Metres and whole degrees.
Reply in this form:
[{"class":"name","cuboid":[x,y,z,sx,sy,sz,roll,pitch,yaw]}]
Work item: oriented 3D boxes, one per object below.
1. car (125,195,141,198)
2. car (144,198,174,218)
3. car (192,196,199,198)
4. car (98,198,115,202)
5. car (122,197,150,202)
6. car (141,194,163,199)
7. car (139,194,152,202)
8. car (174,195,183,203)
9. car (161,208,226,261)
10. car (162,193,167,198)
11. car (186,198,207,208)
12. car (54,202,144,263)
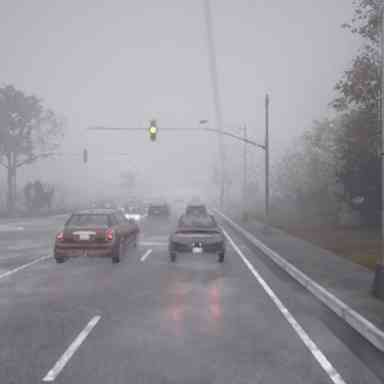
[{"class":"car","cuboid":[-10.001,1.510,54.679,2.150,2.045,5.566,0,0,1]},{"class":"car","cuboid":[-3.100,1.663,32.429,1.882,1.535,5.008,0,0,1]},{"class":"car","cuboid":[0.702,1.454,67.149,2.033,1.411,5.357,0,3,1]},{"class":"car","cuboid":[-10.214,1.575,39.128,2.097,1.767,4.553,0,0,1]},{"class":"car","cuboid":[-6.711,1.716,39.348,2.128,1.511,4.902,0,0,1]},{"class":"car","cuboid":[-6.517,1.643,54.160,2.097,1.767,4.553,0,0,1]},{"class":"car","cuboid":[-9.765,1.241,70.001,1.882,1.535,5.008,0,3,1]},{"class":"car","cuboid":[-2.793,1.412,67.604,1.812,1.442,4.674,0,3,1]},{"class":"car","cuboid":[0.188,1.564,12.532,2.128,1.511,4.902,0,0,1]},{"class":"car","cuboid":[-6.276,1.166,69.037,2.097,1.767,4.553,0,3,1]},{"class":"car","cuboid":[0.403,1.664,32.630,1.882,1.535,5.008,0,0,1]},{"class":"car","cuboid":[-3.311,1.423,12.425,2.097,1.767,4.553,0,0,0]}]
